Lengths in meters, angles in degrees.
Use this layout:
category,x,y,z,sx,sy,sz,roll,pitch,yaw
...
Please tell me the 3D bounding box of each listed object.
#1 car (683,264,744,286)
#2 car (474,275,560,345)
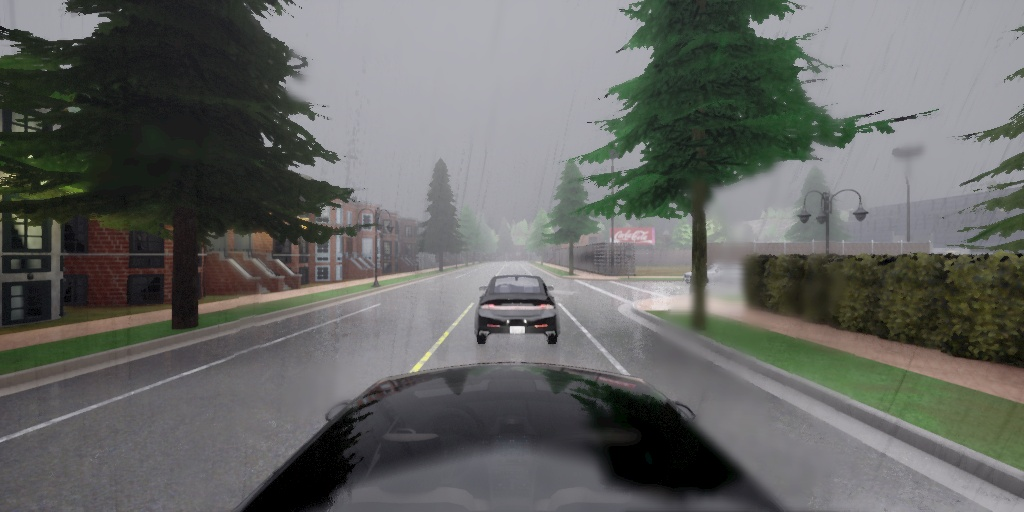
category,x,y,z,sx,sy,sz,roll,pitch,yaw
car,14.161,1.297,24.449,4.674,1.442,1.812,0,0,1
car,0.122,1.242,9.514,2.128,1.511,4.902,0,0,0
